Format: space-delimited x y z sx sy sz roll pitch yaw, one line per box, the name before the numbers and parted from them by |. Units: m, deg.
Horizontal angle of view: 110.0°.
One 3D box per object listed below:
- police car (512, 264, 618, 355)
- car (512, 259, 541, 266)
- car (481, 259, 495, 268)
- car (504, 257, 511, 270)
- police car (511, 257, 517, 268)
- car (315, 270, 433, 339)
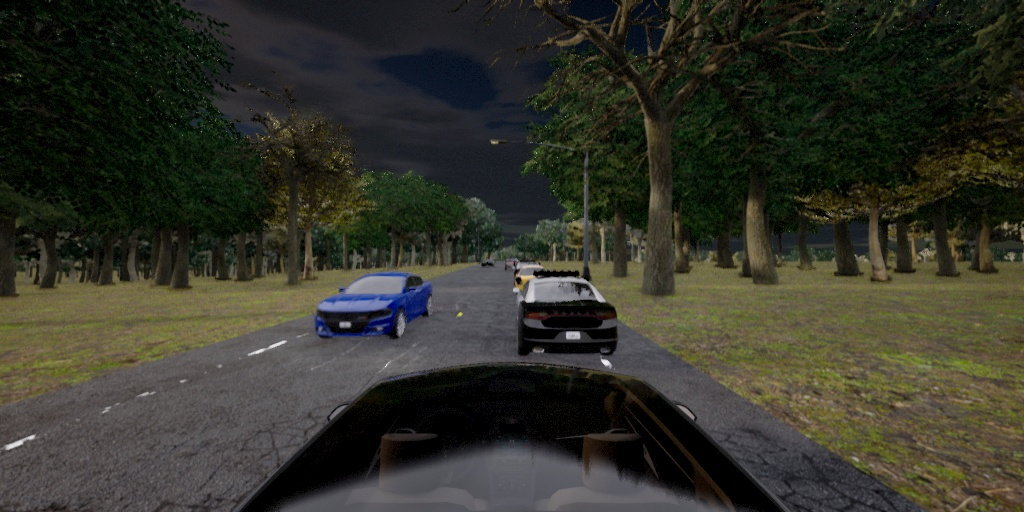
police car | 1.053 1.159 8.766 1.930 1.638 5.238 0 0 0
car | 1.057 1.155 18.849 1.801 1.575 5.366 0 0 0
car | -3.563 1.096 53.331 1.895 1.301 4.718 0 0 0
car | 0.037 1.034 45.976 2.128 1.511 4.902 0 0 1
police car | 1.060 1.098 24.769 1.930 1.638 5.238 0 0 0
car | -3.596 1.207 10.225 1.882 1.535 5.008 0 0 0
